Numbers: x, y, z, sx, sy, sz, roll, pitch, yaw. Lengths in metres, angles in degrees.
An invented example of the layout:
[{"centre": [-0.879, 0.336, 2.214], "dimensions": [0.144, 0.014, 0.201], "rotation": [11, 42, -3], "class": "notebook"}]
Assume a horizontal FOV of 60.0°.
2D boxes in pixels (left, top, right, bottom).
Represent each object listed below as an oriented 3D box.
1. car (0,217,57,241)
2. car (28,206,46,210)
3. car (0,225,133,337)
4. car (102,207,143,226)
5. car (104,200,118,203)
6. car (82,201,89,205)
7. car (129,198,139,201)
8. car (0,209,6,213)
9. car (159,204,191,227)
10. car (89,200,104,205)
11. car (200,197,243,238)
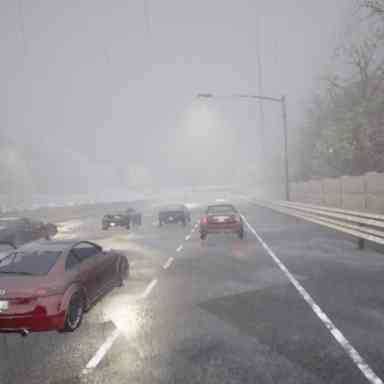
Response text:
[{"centre": [-8.932, 1.970, 17.003], "dimensions": [2.033, 1.411, 5.357], "rotation": [-2, 0, 5], "class": "car"}, {"centre": [-17.781, 2.391, 37.992], "dimensions": [1.812, 1.442, 4.674], "rotation": [-2, 0, 5], "class": "car"}, {"centre": [-2.788, 1.703, 7.101], "dimensions": [1.994, 1.385, 4.181], "rotation": [-2, 0, 5], "class": "car"}, {"centre": [-4.838, 1.797, 23.516], "dimensions": [1.837, 1.490, 4.892], "rotation": [-2, 0, 5], "class": "car"}, {"centre": [-17.817, 2.592, 76.033], "dimensions": [1.994, 1.385, 4.181], "rotation": [-2, 0, 5], "class": "car"}, {"centre": [-24.558, 2.742, 79.244], "dimensions": [1.895, 1.301, 4.718], "rotation": [-2, 0, 5], "class": "car"}, {"centre": [-13.949, 2.204, 80.151], "dimensions": [1.882, 1.535, 5.008], "rotation": [-2, 0, 5], "class": "car"}, {"centre": [-21.553, 2.504, 35.118], "dimensions": [1.837, 1.490, 4.892], "rotation": [-2, 0, 5], "class": "car"}, {"centre": [-1.213, 1.634, 24.813], "dimensions": [1.882, 1.535, 5.008], "rotation": [-2, 0, 5], "class": "car"}, {"centre": [-21.303, 2.678, 76.344], "dimensions": [1.837, 1.490, 4.892], "rotation": [-2, 0, 5], "class": "car"}, {"centre": [1.578, 1.367, 17.928], "dimensions": [2.097, 1.767, 4.553], "rotation": [-2, 0, 5], "class": "car"}]
